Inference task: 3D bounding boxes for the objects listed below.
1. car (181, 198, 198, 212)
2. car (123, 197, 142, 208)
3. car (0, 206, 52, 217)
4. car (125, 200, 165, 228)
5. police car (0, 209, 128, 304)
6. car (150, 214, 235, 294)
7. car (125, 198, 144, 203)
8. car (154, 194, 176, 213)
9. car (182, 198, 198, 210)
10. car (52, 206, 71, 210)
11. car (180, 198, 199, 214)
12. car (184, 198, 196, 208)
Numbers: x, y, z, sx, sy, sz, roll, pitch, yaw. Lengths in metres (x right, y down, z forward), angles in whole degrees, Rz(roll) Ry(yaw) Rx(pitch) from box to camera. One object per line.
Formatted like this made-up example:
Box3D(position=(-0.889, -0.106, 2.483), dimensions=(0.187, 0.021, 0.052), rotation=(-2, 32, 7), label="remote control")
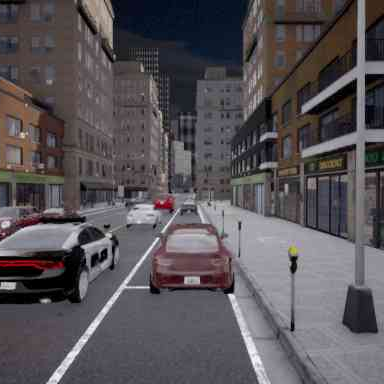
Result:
Box3D(position=(-0.279, 1.507, 38.694), dimensions=(1.752, 1.417, 4.829), rotation=(-1, 0, 0), label="car")
Box3D(position=(-8.822, 1.516, 49.695), dimensions=(1.887, 1.381, 4.507), rotation=(-1, 0, 0), label="car")
Box3D(position=(-8.823, 1.435, 16.181), dimensions=(1.967, 1.590, 4.097), rotation=(-1, 0, 0), label="car")
Box3D(position=(-3.079, 1.519, 21.791), dimensions=(1.812, 1.442, 4.674), rotation=(0, 0, 0), label="car")
Box3D(position=(-3.146, 1.423, 8.284), dimensions=(1.930, 1.638, 5.238), rotation=(0, 0, 0), label="police car")
Box3D(position=(0.003, 1.523, 8.652), dimensions=(1.812, 1.442, 4.674), rotation=(0, 0, 0), label="car")
Box3D(position=(-6.218, 1.545, 38.780), dimensions=(1.994, 1.385, 4.181), rotation=(0, 0, 0), label="car")
Box3D(position=(-3.082, 1.206, 36.757), dimensions=(2.150, 2.045, 5.566), rotation=(0, 0, 0), label="car")
Box3D(position=(-0.277, 1.543, 44.111), dimensions=(1.947, 1.339, 4.313), rotation=(-1, 0, 0), label="car")
Box3D(position=(-8.822, 1.575, 21.767), dimensions=(1.802, 1.307, 4.206), rotation=(-1, 0, 0), label="car")
Box3D(position=(-0.280, 1.537, 32.939), dimensions=(2.008, 1.369, 4.403), rotation=(-1, 0, 0), label="car")
Box3D(position=(-0.276, 1.554, 49.696), dimensions=(1.802, 1.307, 4.206), rotation=(-1, 0, 0), label="car")
